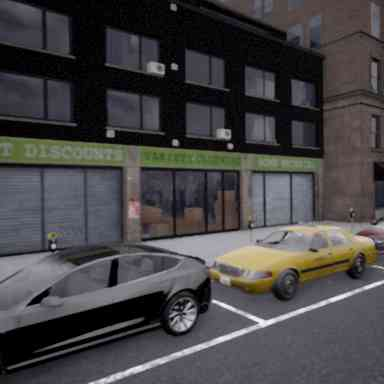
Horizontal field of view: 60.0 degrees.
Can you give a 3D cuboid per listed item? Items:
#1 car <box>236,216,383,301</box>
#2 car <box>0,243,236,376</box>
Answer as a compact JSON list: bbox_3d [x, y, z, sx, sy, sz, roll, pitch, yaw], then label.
[{"bbox_3d":[2.625,1.412,8.041,4.829,1.417,1.752,-1,1,-35],"label":"car"},{"bbox_3d":[-1.652,1.538,5.011,4.313,1.339,1.947,-1,1,-35],"label":"car"}]
